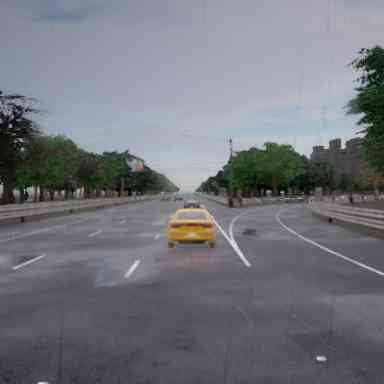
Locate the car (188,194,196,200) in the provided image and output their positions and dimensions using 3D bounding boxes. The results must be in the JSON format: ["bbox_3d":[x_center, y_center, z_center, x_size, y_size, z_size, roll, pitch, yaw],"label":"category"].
[{"bbox_3d":[-0.036,1.402,94.890,2.097,1.767,4.553,0,0,0],"label":"car"}]

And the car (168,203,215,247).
[{"bbox_3d":[-0.008,1.494,15.146,1.882,1.535,5.008,0,0,0],"label":"car"}]

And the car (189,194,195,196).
[{"bbox_3d":[-0.024,1.632,62.580,2.033,1.411,5.357,0,0,0],"label":"car"}]

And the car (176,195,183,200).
[{"bbox_3d":[-3.535,1.623,94.533,1.895,1.301,4.718,0,0,0],"label":"car"}]

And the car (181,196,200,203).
[{"bbox_3d":[-0.015,1.567,39.416,1.812,1.442,4.674,0,0,0],"label":"car"}]

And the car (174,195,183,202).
[{"bbox_3d":[-3.531,1.679,84.496,1.812,1.442,4.674,0,0,0],"label":"car"}]

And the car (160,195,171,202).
[{"bbox_3d":[-7.031,1.749,84.525,1.895,1.301,4.718,0,0,0],"label":"car"}]

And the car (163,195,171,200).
[{"bbox_3d":[-7.035,1.580,94.501,1.994,1.385,4.181,0,0,0],"label":"car"}]
